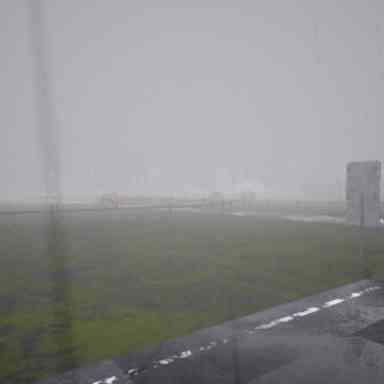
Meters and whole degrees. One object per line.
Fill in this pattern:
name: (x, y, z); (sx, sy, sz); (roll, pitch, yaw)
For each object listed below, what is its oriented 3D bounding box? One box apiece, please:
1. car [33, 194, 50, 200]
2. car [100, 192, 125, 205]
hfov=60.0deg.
car: (-38.243, 1.300, 85.525); (1.882, 1.535, 5.008); (1, -1, -45)
car: (-12.926, 1.022, 53.901); (2.150, 2.045, 5.566); (1, -1, -40)
